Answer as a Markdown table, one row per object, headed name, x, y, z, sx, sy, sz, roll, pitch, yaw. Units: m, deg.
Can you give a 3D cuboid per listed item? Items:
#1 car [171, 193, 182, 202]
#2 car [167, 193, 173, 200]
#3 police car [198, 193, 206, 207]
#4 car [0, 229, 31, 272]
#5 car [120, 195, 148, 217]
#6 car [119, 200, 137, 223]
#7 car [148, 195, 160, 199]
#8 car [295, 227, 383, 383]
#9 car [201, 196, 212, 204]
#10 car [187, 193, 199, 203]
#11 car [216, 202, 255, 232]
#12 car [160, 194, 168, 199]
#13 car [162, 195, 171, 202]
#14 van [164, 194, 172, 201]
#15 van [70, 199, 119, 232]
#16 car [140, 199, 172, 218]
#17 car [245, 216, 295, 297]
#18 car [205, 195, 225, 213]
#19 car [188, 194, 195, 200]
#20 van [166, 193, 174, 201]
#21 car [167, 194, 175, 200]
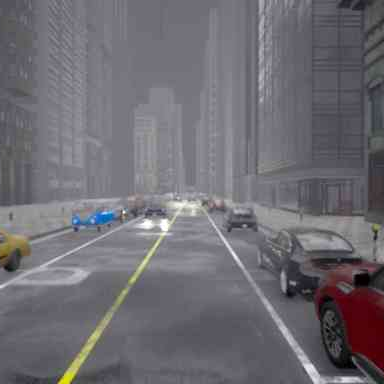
| name | x | y | z | sx | sy | sz | roll | pitch | yaw |
| --- | --- | --- | --- | --- | --- | --- | --- | --- | --- |
| car | -3.014 | 1.462 | 70.772 | 2.033 | 1.411 | 5.357 | 0 | 0 | 0 |
| car | -5.780 | 1.507 | 70.407 | 2.008 | 1.369 | 4.403 | 0 | 0 | 0 |
| police car | 2.356 | 1.391 | 50.346 | 1.930 | 1.638 | 5.238 | 0 | 0 | 0 |
| car | -5.767 | 1.516 | 8.189 | 1.752 | 1.417 | 4.829 | 0 | 0 | 0 |
| car | -5.773 | 1.289 | 30.921 | 2.192 | 1.841 | 5.009 | 0 | 0 | 0 |
| car | -5.771 | 1.528 | 25.281 | 2.008 | 1.369 | 4.403 | 0 | 0 | 0 |
| car | -5.775 | 1.284 | 42.203 | 2.192 | 1.841 | 5.009 | 0 | 0 | 0 |
| car | 2.759 | 1.312 | 2.727 | 2.192 | 1.841 | 5.009 | 0 | 0 | 0 |
| car | 2.747 | 1.504 | 64.773 | 1.887 | 1.381 | 4.507 | 0 | 0 | 0 |
| car | -0.014 | 1.476 | 68.086 | 2.033 | 1.411 | 5.357 | 0 | 0 | 0 |
| car | 2.756 | 1.532 | 19.648 | 2.008 | 1.369 | 4.403 | 0 | 0 | 0 |
| car | -5.777 | 1.528 | 59.125 | 1.947 | 1.339 | 4.313 | 0 | 0 | 0 |
| car | -5.781 | 1.480 | 75.877 | 1.752 | 1.417 | 4.829 | 0 | 0 | 0 |
| van | -5.783 | 1.293 | 81.688 | 1.690 | 1.788 | 3.998 | 0 | 0 | 0 |
| van | -5.770 | 1.322 | 19.640 | 1.690 | 1.788 | 3.998 | 0 | 0 | 0 |
| car | -3.105 | 1.576 | 29.836 | 1.895 | 1.301 | 4.718 | 0 | 0 | 0 |
| car | 2.758 | 1.542 | 8.367 | 2.008 | 1.369 | 4.403 | 0 | 0 | 0 |
| car | 2.752 | 1.412 | 36.569 | 1.967 | 1.590 | 4.097 | 0 | 0 | 0 |
| car | -0.017 | 1.263 | 88.637 | 1.837 | 1.490 | 4.892 | 0 | 0 | 0 |
| van | -5.784 | 1.290 | 87.329 | 1.690 | 1.788 | 3.998 | 0 | 0 | 0 |
| car | -5.785 | 1.386 | 92.969 | 1.967 | 1.590 | 4.097 | 0 | 0 | 0 |
